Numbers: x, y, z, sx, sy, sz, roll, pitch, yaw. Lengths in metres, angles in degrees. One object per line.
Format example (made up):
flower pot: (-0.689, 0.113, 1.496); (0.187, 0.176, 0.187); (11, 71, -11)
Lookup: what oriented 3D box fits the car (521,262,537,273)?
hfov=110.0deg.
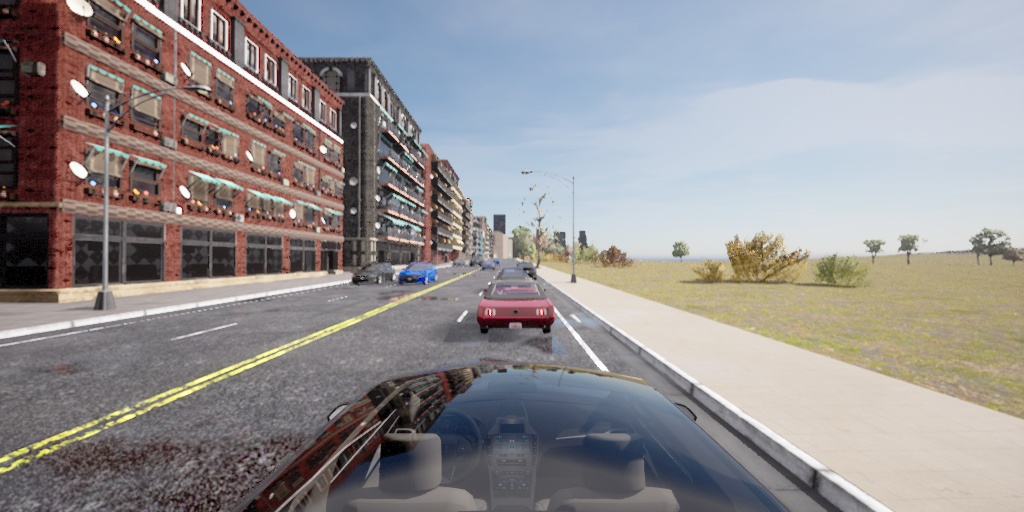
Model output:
car: (1.093, 1.263, 30.671); (1.837, 1.490, 4.892); (0, 0, 0)

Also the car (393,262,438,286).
car: (-6.637, 1.234, 25.730); (1.882, 1.535, 5.008); (0, 0, 0)

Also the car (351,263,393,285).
car: (-9.888, 1.262, 26.025); (1.837, 1.490, 4.892); (0, 0, 0)

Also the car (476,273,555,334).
car: (0.088, 1.354, 10.647); (1.895, 1.301, 4.718); (0, 0, 0)

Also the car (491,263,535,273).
car: (0.063, 1.320, 20.678); (1.994, 1.385, 4.181); (0, 0, 0)

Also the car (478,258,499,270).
car: (-3.291, 1.307, 51.211); (2.033, 1.411, 5.357); (0, 0, 0)
